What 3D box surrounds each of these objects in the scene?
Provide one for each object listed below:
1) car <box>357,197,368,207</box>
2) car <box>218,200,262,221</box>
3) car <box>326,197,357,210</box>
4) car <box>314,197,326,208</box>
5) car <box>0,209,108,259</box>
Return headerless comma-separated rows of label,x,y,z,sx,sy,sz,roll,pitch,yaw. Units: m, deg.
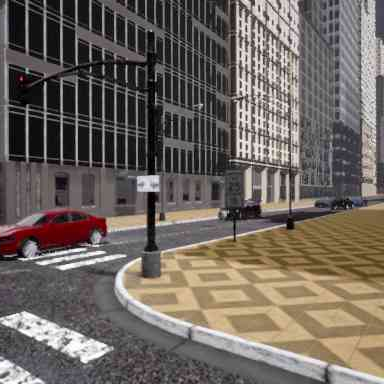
car,24.492,1.365,48.847,2.033,1.411,5.357,0,0,37
car,3.876,1.414,26.473,2.128,1.511,4.902,0,0,37
car,18.282,1.355,40.477,1.837,1.490,4.892,0,0,37
car,18.481,1.395,45.834,2.033,1.411,5.357,0,0,37
car,-5.448,1.450,12.838,1.882,1.535,5.008,0,0,27
